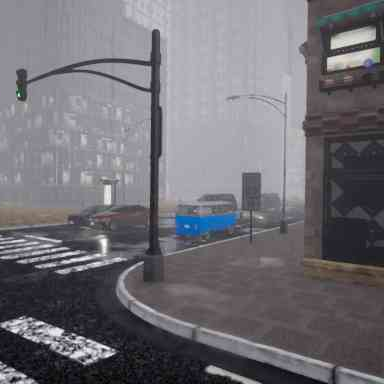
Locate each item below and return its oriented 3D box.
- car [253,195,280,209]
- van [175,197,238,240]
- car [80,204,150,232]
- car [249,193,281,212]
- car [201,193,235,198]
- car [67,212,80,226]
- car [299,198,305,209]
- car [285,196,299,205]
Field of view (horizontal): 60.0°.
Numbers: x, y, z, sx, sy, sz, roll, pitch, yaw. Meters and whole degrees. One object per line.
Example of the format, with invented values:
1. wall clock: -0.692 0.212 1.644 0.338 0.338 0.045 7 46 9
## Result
1. car: 10.000 1.293 44.422 1.967 1.590 4.097 1 1 35
2. van: 0.828 1.368 17.011 1.690 1.788 3.998 1 1 35
3. car: -4.066 1.466 20.120 1.812 1.442 4.674 1 1 37
4. car: 8.075 1.125 37.202 2.150 2.045 5.566 1 1 36
5. car: 1.883 1.143 28.499 2.150 2.045 5.566 1 1 36
6. car: -6.009 1.467 21.864 1.947 1.339 4.313 1 1 35
7. car: 15.618 1.463 42.433 1.812 1.442 4.674 1 1 36
8. car: 16.305 1.364 53.309 1.752 1.417 4.829 1 1 35
